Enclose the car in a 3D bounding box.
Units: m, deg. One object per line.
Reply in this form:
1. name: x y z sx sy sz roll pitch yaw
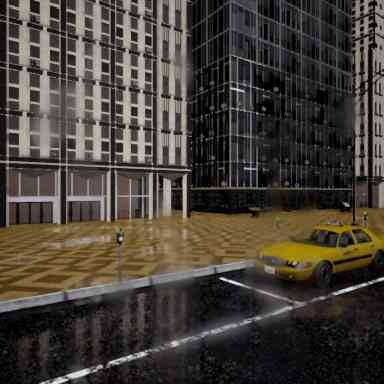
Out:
1. car: 3.800 1.525 9.254 4.829 1.417 1.752 0 0 -35
